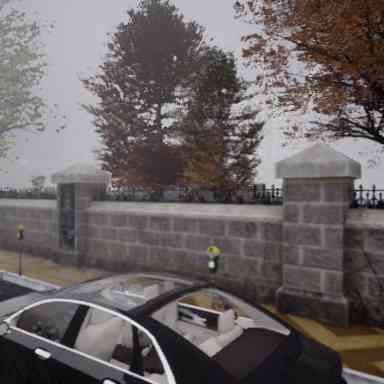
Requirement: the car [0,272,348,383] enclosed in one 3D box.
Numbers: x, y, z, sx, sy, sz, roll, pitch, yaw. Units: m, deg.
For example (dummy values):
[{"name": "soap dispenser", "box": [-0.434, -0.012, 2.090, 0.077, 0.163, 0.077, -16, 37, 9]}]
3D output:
[{"name": "car", "box": [-0.778, 1.546, 3.433, 4.403, 1.369, 2.008, 0, 0, 36]}]
